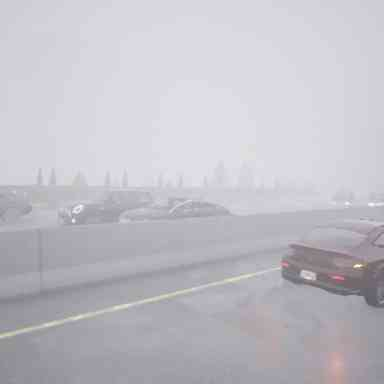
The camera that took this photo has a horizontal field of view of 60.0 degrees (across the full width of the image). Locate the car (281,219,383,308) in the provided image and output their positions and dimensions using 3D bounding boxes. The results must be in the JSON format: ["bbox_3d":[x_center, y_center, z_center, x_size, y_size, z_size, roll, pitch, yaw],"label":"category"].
[{"bbox_3d":[3.894,1.346,7.535,4.674,1.442,1.812,0,3,-40],"label":"car"}]

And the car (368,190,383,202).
[{"bbox_3d":[25.684,0.545,46.080,2.128,1.511,4.902,3,3,31],"label":"car"}]

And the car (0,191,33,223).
[{"bbox_3d":[-9.699,0.620,14.659,4.902,1.511,2.128,0,3,-40],"label":"car"}]

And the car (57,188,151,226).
[{"bbox_3d":[-3.640,0.650,15.171,4.553,1.767,2.097,0,3,-40],"label":"car"}]

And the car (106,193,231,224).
[{"bbox_3d":[-0.549,0.960,13.208,4.902,1.511,2.128,0,3,-40],"label":"car"}]

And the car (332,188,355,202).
[{"bbox_3d":[19.940,0.316,43.692,2.097,1.767,4.553,3,3,34],"label":"car"}]
